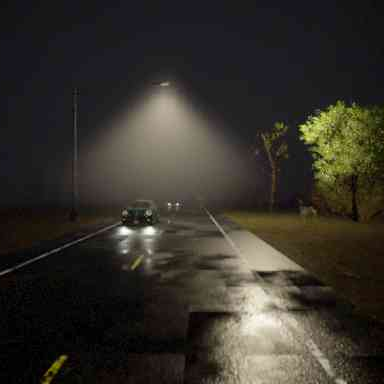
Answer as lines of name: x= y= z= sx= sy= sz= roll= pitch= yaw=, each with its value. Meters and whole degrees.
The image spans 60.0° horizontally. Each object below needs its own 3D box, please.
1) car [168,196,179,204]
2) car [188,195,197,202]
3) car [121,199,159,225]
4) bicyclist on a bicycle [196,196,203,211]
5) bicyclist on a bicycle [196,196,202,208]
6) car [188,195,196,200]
car: x=-3.510 y=1.538 z=63.901 sx=1.812 sy=1.442 sz=4.674 roll=0 pitch=0 yaw=0
car: x=0.007 y=1.556 z=73.909 sx=1.994 sy=1.385 sz=4.181 roll=0 pitch=0 yaw=0
car: x=-3.597 y=1.359 z=23.674 sx=2.097 sy=1.767 sz=4.553 roll=0 pitch=0 yaw=0
bicyclist on a bicycle: x=0.965 y=1.377 z=38.863 sx=0.659 sy=1.776 sz=1.843 roll=0 pitch=0 yaw=0
bicyclist on a bicycle: x=0.966 y=1.442 z=48.937 sx=0.866 sy=1.612 sz=1.509 roll=0 pitch=0 yaw=0
car: x=0.008 y=1.451 z=85.570 sx=1.895 sy=1.301 sz=4.718 roll=0 pitch=0 yaw=0
